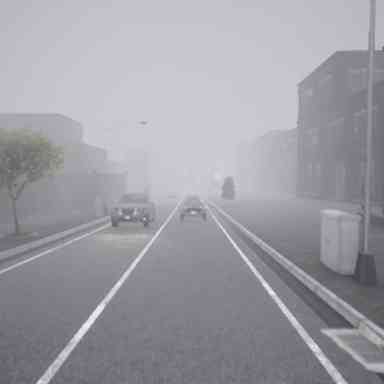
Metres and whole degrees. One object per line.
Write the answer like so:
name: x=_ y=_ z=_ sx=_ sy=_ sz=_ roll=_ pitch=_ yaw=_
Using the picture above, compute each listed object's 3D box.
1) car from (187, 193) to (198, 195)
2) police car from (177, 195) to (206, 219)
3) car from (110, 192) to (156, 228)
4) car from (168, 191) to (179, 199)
car: x=0.068 y=0.930 z=44.984 sx=2.163 sy=1.488 sz=4.792 roll=0 pitch=1 yaw=0
police car: x=0.097 y=1.260 z=26.142 sx=2.038 sy=1.542 sz=4.974 roll=0 pitch=1 yaw=0
car: x=-3.600 y=1.049 z=21.328 sx=2.150 sy=2.045 sz=5.566 roll=0 pitch=1 yaw=0
car: x=-3.485 y=0.594 z=63.572 sx=1.882 sy=1.535 sz=5.008 roll=0 pitch=1 yaw=1
